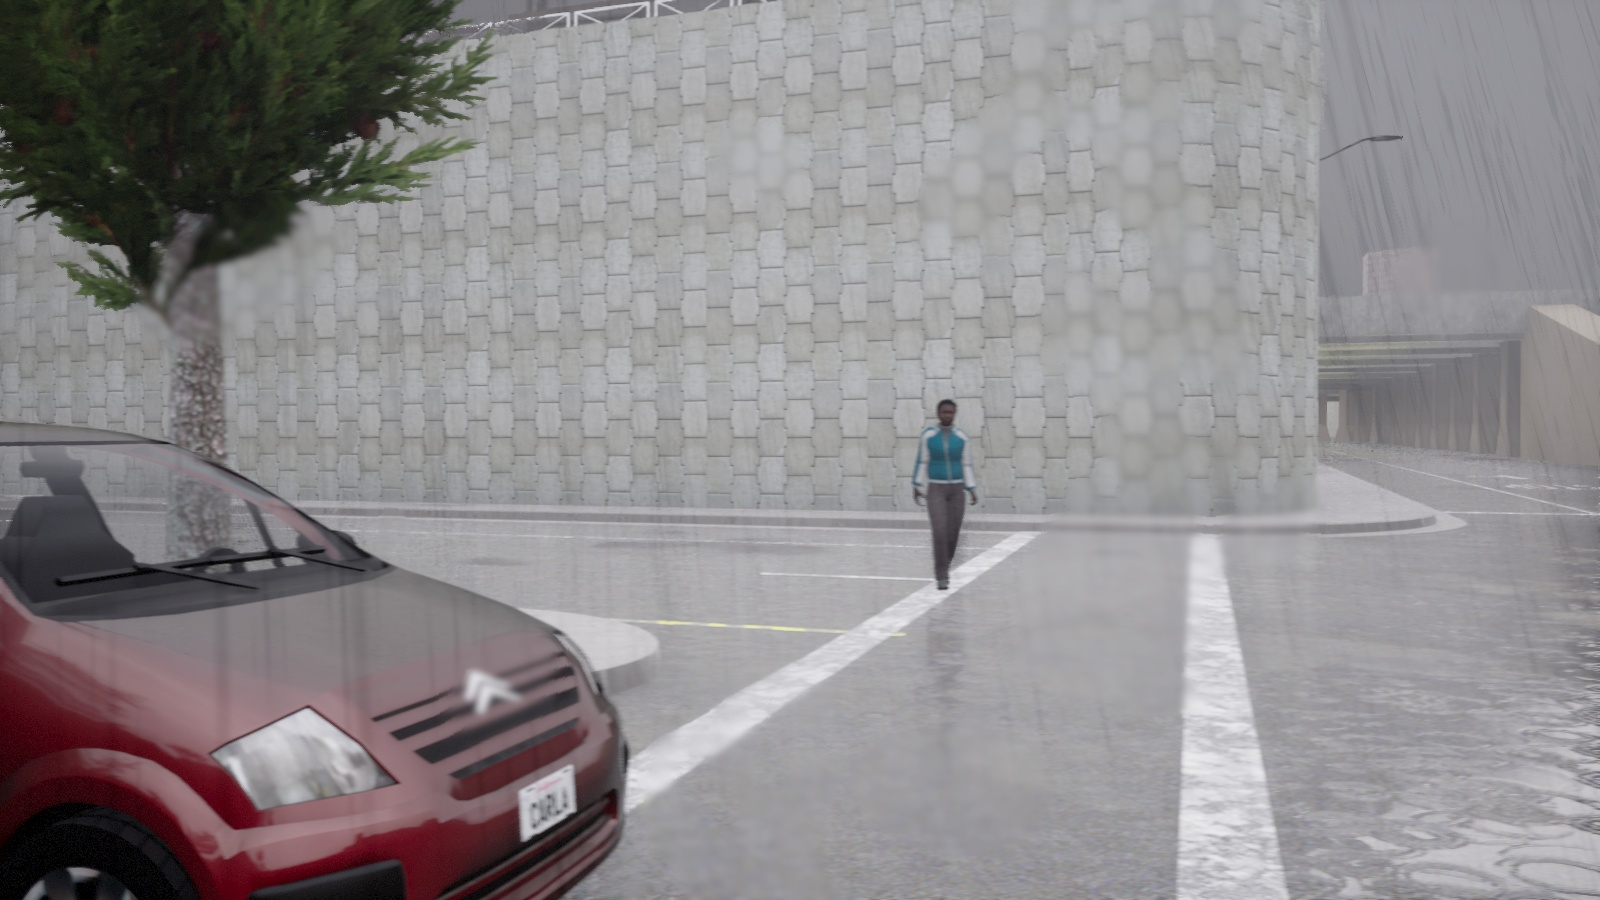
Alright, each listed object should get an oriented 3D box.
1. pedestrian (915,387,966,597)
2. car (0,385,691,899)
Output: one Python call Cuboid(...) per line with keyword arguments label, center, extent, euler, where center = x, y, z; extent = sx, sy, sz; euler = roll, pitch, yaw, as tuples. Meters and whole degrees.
Cuboid(label="pedestrian", center=(1.322, 0.382, 11.864), extent=(0.396, 1.930, 0.692), euler=(0, 1, 1))
Cuboid(label="car", center=(-2.561, 0.644, 4.053), extent=(3.988, 1.617, 1.851), euler=(1, 1, 19))
